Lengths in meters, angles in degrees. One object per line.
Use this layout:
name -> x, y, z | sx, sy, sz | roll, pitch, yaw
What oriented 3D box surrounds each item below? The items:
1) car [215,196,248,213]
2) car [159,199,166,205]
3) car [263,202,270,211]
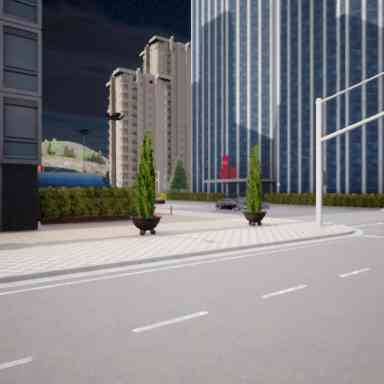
car -> 4.639, 1.486, 37.807 | 2.128, 1.511, 4.902 | 0, 0, -36
car -> -6.566, 1.595, 59.388 | 1.895, 1.301, 4.718 | 0, 0, -35
car -> 7.221, 1.347, 40.211 | 2.097, 1.767, 4.553 | 0, 0, -36
